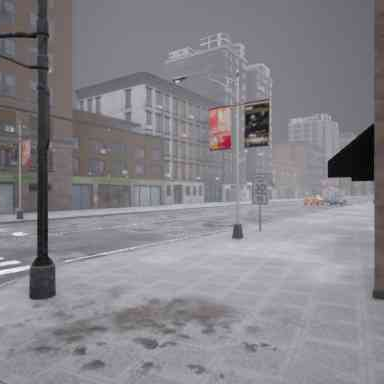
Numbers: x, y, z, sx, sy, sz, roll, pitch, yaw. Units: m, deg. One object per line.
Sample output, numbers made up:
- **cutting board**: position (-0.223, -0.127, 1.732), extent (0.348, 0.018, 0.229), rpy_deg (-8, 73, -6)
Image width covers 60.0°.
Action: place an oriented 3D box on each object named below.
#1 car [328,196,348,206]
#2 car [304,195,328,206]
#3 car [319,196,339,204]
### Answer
- **car**: position (22.704, 1.376, 51.482), extent (2.033, 1.411, 5.357), rpy_deg (0, 0, 34)
- **car**: position (19.276, 1.181, 52.265), extent (2.097, 1.767, 4.553), rpy_deg (0, 0, 35)
- **car**: position (24.864, 1.373, 60.288), extent (2.033, 1.411, 5.357), rpy_deg (0, 0, 37)
